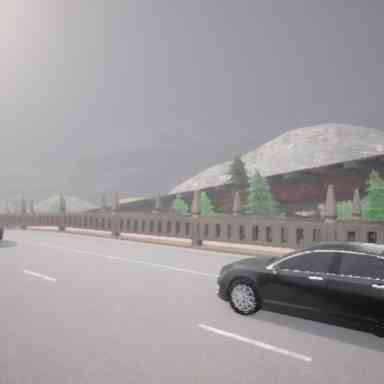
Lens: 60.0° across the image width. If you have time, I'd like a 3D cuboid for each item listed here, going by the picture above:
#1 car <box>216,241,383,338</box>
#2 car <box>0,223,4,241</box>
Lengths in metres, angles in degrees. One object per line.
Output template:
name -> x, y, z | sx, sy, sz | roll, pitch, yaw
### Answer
car -> 2.723, 1.717, 6.341 | 4.892, 1.490, 1.837 | -1, -2, 40
car -> -12.371, 2.042, 18.992 | 4.674, 1.442, 1.812 | -2, -3, 40
